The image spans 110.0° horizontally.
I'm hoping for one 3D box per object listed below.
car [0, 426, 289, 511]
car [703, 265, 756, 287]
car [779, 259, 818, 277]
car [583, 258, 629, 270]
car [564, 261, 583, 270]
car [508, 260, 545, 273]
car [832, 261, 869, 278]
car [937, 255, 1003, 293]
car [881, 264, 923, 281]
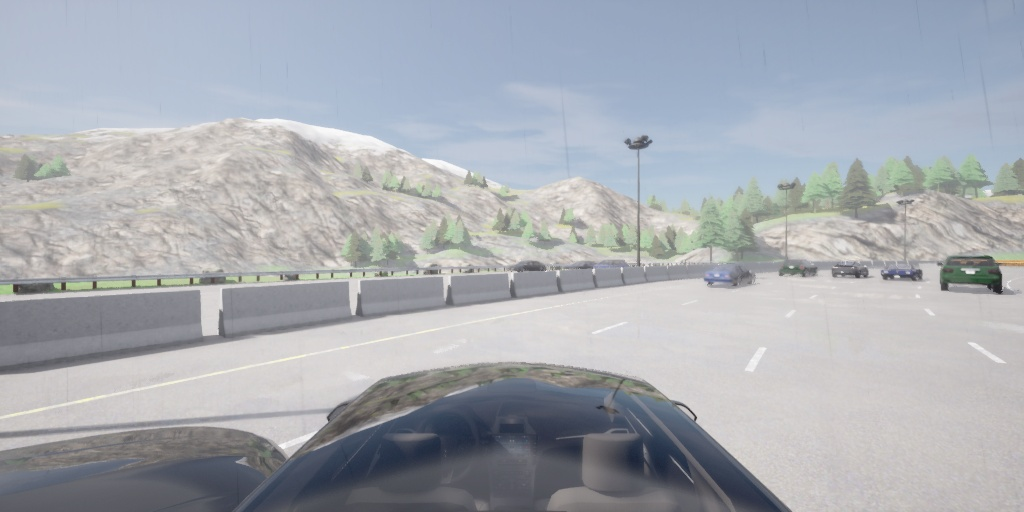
[{"bbox_3d":[-2.981,1.255,0.466,4.892,1.490,1.837,0,0,-45],"label":"car"},{"bbox_3d":[15.109,1.297,24.836,5.357,1.411,2.033,0,0,-42],"label":"car"},{"bbox_3d":[28.251,1.103,35.292,4.553,1.767,2.097,0,0,-36],"label":"car"},{"bbox_3d":[9.137,1.101,33.745,4.553,1.767,2.097,0,0,-41],"label":"car"},{"bbox_3d":[7.376,1.227,36.873,5.008,1.535,1.882,0,0,-41],"label":"car"},{"bbox_3d":[1.747,1.255,41.238,4.892,1.490,1.837,0,0,-41],"label":"car"},{"bbox_3d":[31.383,1.241,33.268,4.902,1.511,2.128,0,0,-35],"label":"car"},{"bbox_3d":[27.131,0.973,21.291,5.566,2.045,2.150,0,0,-39],"label":"car"},{"bbox_3d":[32.315,1.351,29.658,4.718,1.301,1.895,0,0,-35],"label":"car"}]
